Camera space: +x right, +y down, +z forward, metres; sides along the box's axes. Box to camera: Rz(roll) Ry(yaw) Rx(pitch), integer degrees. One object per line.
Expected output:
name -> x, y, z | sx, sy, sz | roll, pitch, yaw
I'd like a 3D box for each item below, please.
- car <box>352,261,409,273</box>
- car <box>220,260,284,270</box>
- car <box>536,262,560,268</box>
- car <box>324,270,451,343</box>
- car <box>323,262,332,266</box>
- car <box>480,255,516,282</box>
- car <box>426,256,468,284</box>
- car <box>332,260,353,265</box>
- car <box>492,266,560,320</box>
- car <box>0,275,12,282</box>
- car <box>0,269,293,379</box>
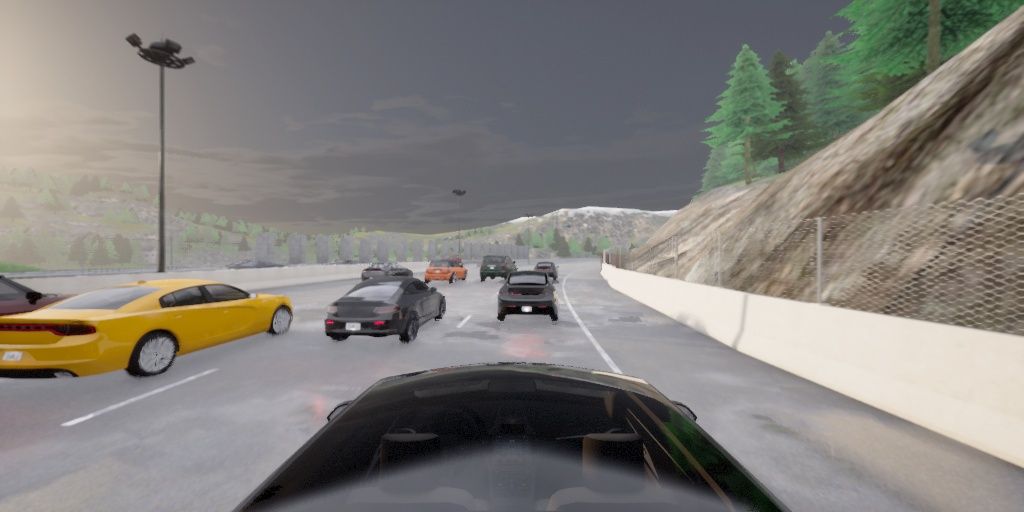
car -> -8.617, 1.209, 25.091 | 2.128, 1.511, 4.902 | 0, 0, 8
car -> -24.939, 1.219, 35.090 | 2.033, 1.411, 5.357 | 0, 0, 10
car -> 2.962, 1.248, 30.868 | 1.837, 1.490, 4.892 | 0, 0, 10
car -> -3.115, 1.264, 9.579 | 1.812, 1.442, 4.674 | 0, 0, 3
car -> -19.959, 1.185, 41.910 | 1.837, 1.490, 4.892 | 0, 0, 13
car -> -1.007, 0.956, 28.637 | 2.150, 2.045, 5.566 | 0, 0, 9
car -> -4.816, 1.078, 26.801 | 2.097, 1.767, 4.553 | 0, 0, 9
car -> -16.991, 1.253, 39.027 | 1.994, 1.385, 4.181 | 0, 0, 12
car -> 0.592, 1.251, 12.578 | 1.837, 1.490, 4.892 | 0, 0, 4
car -> -10.232, 1.074, 6.530 | 2.097, 1.767, 4.553 | 0, 0, 1
car -> -6.708, 1.208, 7.356 | 1.882, 1.535, 5.008 | 0, 0, 2
